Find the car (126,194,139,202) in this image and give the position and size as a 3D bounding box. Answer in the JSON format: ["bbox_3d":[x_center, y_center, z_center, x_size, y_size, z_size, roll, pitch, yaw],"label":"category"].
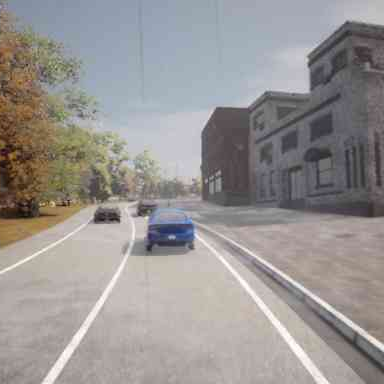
[{"bbox_3d":[-11.596,1.282,66.214,1.837,1.490,4.892,-1,1,7],"label":"car"}]

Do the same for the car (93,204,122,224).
[{"bbox_3d":[-6.158,1.567,24.571,1.895,1.301,4.718,1,0,-11],"label":"car"}]

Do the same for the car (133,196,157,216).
[{"bbox_3d":[-4.441,1.490,32.732,1.837,1.490,4.892,1,0,-13],"label":"car"}]

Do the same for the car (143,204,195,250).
[{"bbox_3d":[-1.041,1.504,14.620,1.882,1.535,5.008,1,0,-7],"label":"car"}]
